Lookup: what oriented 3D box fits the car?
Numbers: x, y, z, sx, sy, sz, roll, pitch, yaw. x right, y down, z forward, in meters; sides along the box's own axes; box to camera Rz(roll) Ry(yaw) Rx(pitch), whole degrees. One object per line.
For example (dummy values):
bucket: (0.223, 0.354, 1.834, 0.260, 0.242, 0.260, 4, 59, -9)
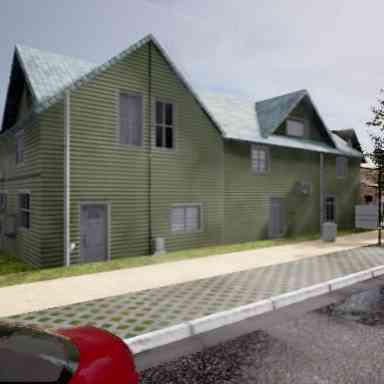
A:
car: (-2.373, 1.531, 1.423, 4.674, 1.442, 1.812, 0, 0, -36)
